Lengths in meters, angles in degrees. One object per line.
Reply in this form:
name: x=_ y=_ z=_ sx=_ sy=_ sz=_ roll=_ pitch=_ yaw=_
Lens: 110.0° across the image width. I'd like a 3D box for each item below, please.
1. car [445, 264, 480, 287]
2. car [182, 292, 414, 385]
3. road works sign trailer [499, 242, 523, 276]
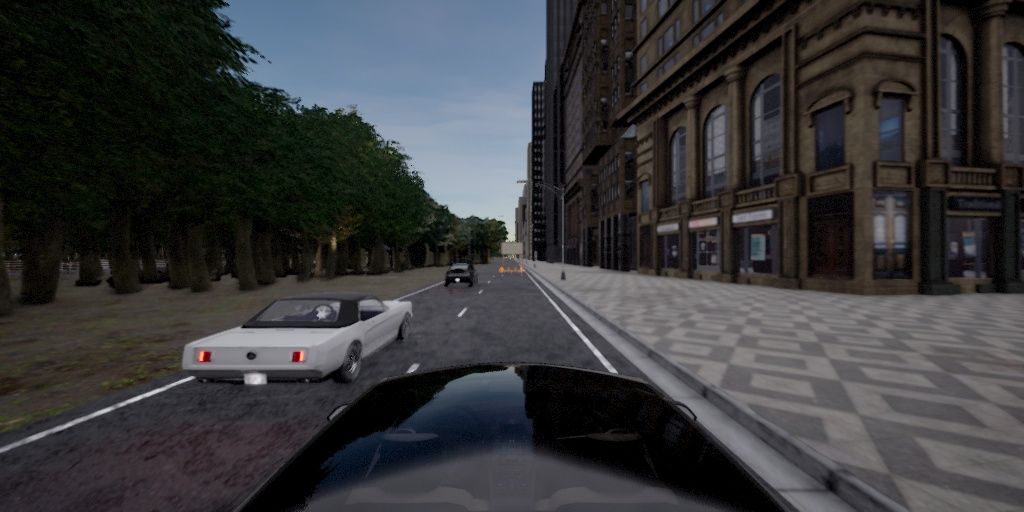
car: x=-3.400 y=1.254 z=24.758 sx=1.837 sy=1.490 sz=4.892 roll=0 pitch=0 yaw=0
car: x=-3.401 y=1.351 z=6.984 sx=1.895 sy=1.301 sz=4.718 roll=0 pitch=0 yaw=0
road works sign trailer: x=-0.002 y=0.219 z=37.785 sx=2.380 sy=3.560 sz=2.880 roll=0 pitch=0 yaw=0
